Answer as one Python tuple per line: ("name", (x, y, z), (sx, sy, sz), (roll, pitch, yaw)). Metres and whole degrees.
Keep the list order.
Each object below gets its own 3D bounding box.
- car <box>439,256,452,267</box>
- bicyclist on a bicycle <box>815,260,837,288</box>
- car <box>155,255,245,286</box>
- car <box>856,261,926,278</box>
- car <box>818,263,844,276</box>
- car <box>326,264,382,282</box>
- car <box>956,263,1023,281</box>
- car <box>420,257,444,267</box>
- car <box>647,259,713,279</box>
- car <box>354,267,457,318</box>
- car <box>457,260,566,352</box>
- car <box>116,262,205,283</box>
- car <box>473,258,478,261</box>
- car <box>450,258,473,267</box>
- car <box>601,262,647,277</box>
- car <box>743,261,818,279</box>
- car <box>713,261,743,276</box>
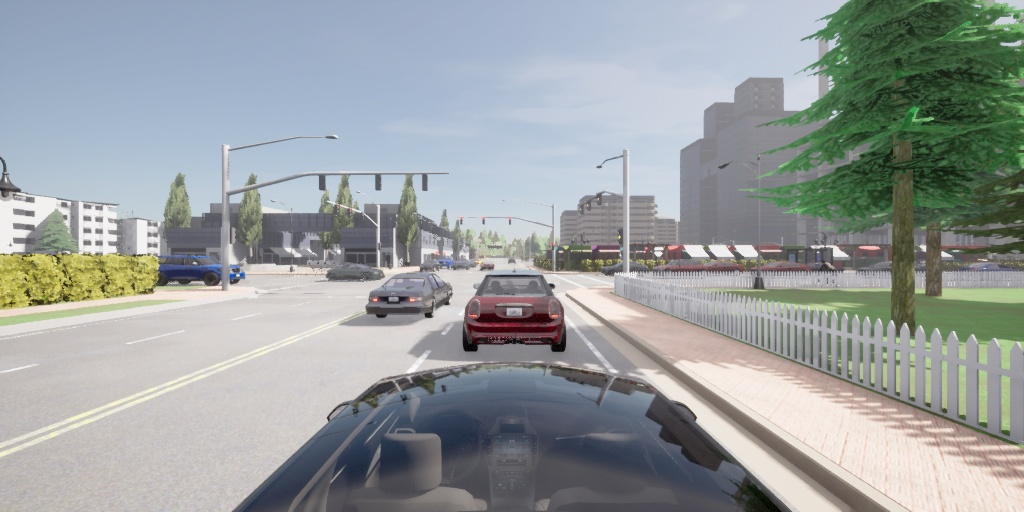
("car", (-10.602, 0.972, 56.369), (2.150, 2.045, 5.566), (0, 0, 0))
("bicyclist on a bicycle", (18.788, 1.052, 21.438), (0.582, 1.620, 1.656), (0, 0, -1))
("car", (-21.462, 0.971, 24.363), (5.566, 2.045, 2.150), (0, 0, -2))
("car", (34.349, 1.255, 32.806), (4.892, 1.490, 1.837), (0, 0, -1))
("car", (30.449, 1.351, 36.217), (4.718, 1.301, 1.895), (0, 0, -1))
("car", (-12.269, 1.315, 28.217), (4.181, 1.385, 1.994), (0, 0, -2))
("car", (39.121, 1.276, 29.241), (4.674, 1.442, 1.812), (0, 0, -1))
("car", (-10.609, 1.255, 46.508), (1.837, 1.490, 4.892), (0, 0, 0))
("car", (15.074, 1.102, 32.329), (4.553, 1.767, 2.097), (0, 0, -1))
("car", (-3.420, 1.297, 12.913), (2.033, 1.411, 5.357), (0, 0, 0))
("car", (0.063, 1.102, 9.079), (2.097, 1.767, 4.553), (0, 0, 0))
("car", (-27.006, 1.228, 27.674), (5.008, 1.535, 1.882), (0, 0, -1))
("car", (-7.093, 1.297, 60.328), (2.033, 1.411, 5.357), (0, 0, 0))
("car", (-7.108, 1.314, 51.085), (1.994, 1.385, 4.181), (0, 0, 0))
("car", (11.225, 1.276, 35.716), (4.674, 1.442, 1.812), (0, 0, -1))
("car", (24.287, 1.228, 32.561), (5.008, 1.535, 1.882), (0, 0, -1))
("car", (20.550, 1.228, 35.971), (5.008, 1.535, 1.882), (0, 0, -1))
